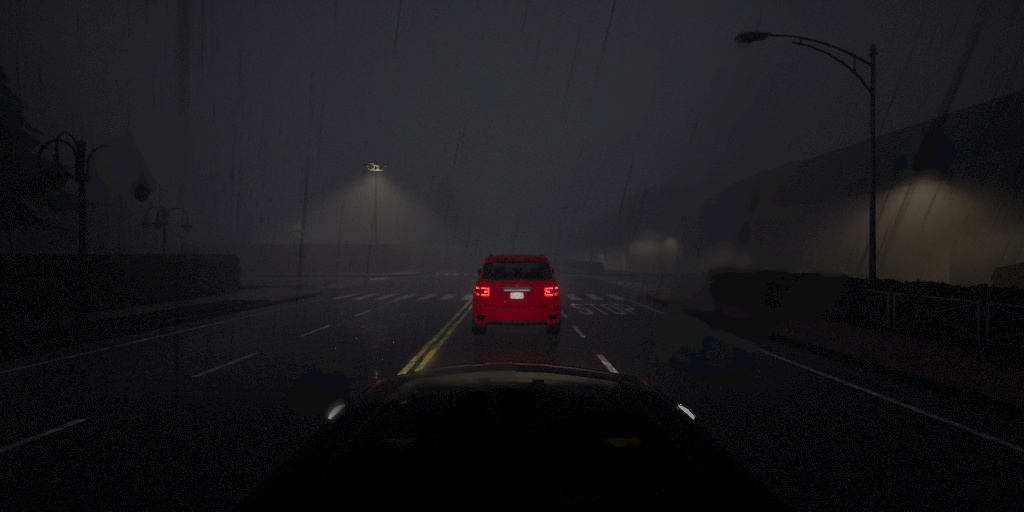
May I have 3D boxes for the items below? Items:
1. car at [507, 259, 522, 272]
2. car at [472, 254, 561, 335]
[{"bbox_3d":[0.346,1.228,46.168,1.882,1.535,5.008,0,0,1],"label":"car"},{"bbox_3d":[0.118,0.971,10.640,2.150,2.045,5.566,0,0,0],"label":"car"}]
